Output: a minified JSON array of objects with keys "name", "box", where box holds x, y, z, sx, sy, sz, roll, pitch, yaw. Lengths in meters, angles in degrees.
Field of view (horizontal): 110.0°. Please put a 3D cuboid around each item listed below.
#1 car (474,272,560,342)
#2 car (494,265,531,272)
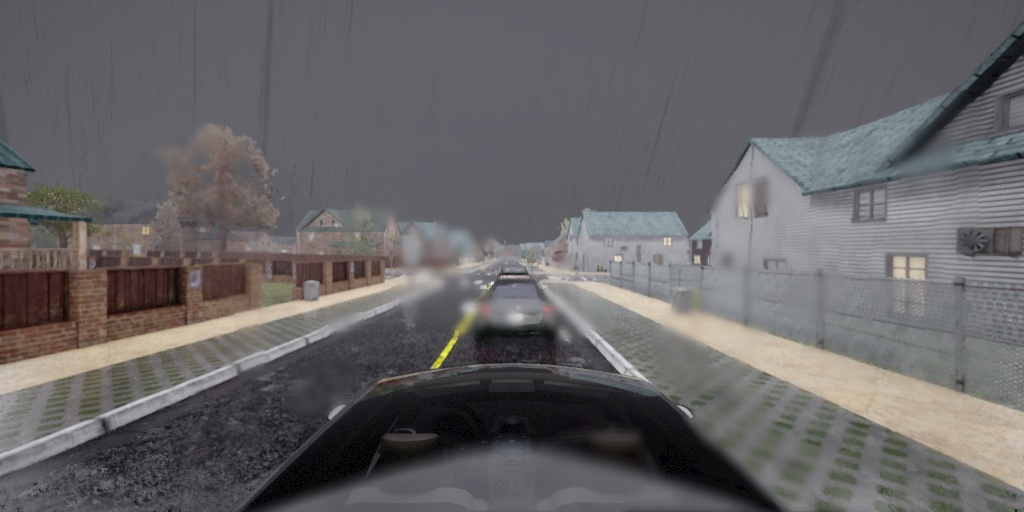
[{"name":"car","box":[0.104,1.300,9.737,1.994,1.385,4.181,0,0,0]},{"name":"car","box":[0.068,1.213,19.758,2.128,1.511,4.902,0,0,-2]}]
